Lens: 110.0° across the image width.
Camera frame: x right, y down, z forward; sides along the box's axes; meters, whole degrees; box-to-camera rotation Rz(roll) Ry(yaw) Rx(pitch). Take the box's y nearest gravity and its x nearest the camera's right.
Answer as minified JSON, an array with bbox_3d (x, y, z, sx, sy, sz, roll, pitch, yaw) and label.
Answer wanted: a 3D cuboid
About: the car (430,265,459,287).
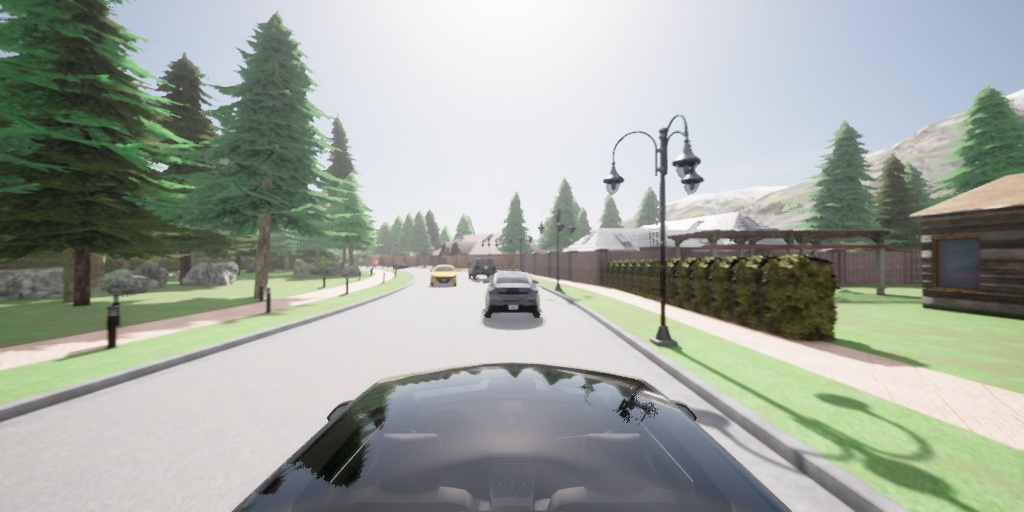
[{"bbox_3d":[-5.070,1.406,26.936,1.882,1.535,5.008,0,0,-10],"label":"car"}]

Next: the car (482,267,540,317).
[{"bbox_3d":[-0.033,1.340,13.568,1.837,1.490,4.892,0,0,-2],"label":"car"}]

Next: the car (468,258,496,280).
[{"bbox_3d":[-2.991,1.208,35.239,2.150,2.045,5.566,0,0,-14],"label":"car"}]
